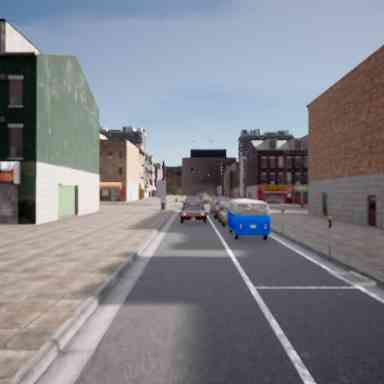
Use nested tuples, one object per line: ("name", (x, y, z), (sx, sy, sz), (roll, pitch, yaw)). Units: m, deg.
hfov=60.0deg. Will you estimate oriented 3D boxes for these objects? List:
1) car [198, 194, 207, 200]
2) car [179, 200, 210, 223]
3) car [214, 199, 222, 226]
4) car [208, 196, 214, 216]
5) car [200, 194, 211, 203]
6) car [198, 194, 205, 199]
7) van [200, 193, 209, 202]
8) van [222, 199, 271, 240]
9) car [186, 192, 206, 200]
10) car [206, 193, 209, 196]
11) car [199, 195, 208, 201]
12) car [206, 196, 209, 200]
("car", (2.649, 1.263, 81.737), (2.008, 1.369, 4.403), (1, 0, 0))
("car", (0.104, 1.485, 24.207), (1.895, 1.301, 4.718), (0, 0, 0))
("car", (2.648, 1.420, 21.967), (1.752, 1.417, 4.829), (1, 0, 0))
("car", (2.649, 1.312, 27.336), (1.967, 1.590, 4.097), (1, 0, 0))
("car", (2.651, 1.186, 65.226), (1.967, 1.590, 4.097), (1, 0, 0))
("car", (2.649, 1.278, 92.744), (1.802, 1.307, 4.206), (1, 0, 0))
("van", (2.652, 1.074, 70.729), (1.690, 1.788, 3.998), (1, 0, 0))
("van", (2.651, 1.260, 16.254), (1.690, 1.788, 3.998), (1, 0, 0))
("car", (0.102, 1.196, 34.230), (2.097, 1.767, 4.553), (0, 0, 0))
("car", (2.650, 1.285, 59.893), (1.752, 1.417, 4.829), (1, 0, 0))
("car", (2.649, 1.288, 76.234), (1.947, 1.339, 4.313), (1, 0, 0))
("car", (2.648, 1.394, 32.878), (1.887, 1.381, 4.507), (1, 0, 0))
